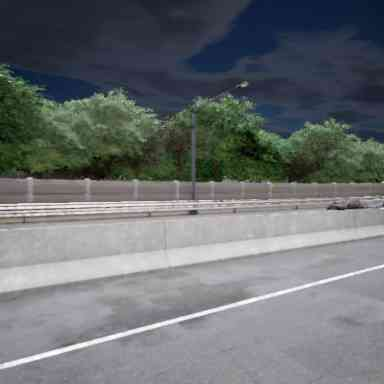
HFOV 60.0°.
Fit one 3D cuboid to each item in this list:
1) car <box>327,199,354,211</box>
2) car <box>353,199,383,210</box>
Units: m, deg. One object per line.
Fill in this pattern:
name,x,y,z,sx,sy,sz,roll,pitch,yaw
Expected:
car,17.443,1.460,37.218,5.357,1.411,2.033,-1,0,-34
car,19.389,1.463,34.309,5.357,1.411,2.033,-1,0,-34
